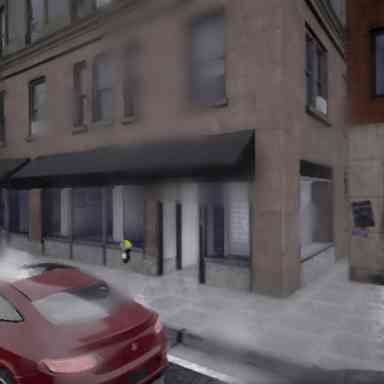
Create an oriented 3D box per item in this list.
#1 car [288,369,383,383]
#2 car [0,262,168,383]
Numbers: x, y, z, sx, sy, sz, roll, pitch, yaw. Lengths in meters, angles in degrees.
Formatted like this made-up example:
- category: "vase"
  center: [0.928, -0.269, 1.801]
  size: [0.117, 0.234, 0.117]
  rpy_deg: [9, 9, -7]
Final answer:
- category: "car"
  center: [2.282, 1.539, 1.182]
  size: [4.403, 1.369, 2.008]
  rpy_deg: [-1, 0, 35]
- category: "car"
  center: [-2.212, 1.621, 4.386]
  size: [4.206, 1.307, 1.802]
  rpy_deg: [-1, 0, 35]
